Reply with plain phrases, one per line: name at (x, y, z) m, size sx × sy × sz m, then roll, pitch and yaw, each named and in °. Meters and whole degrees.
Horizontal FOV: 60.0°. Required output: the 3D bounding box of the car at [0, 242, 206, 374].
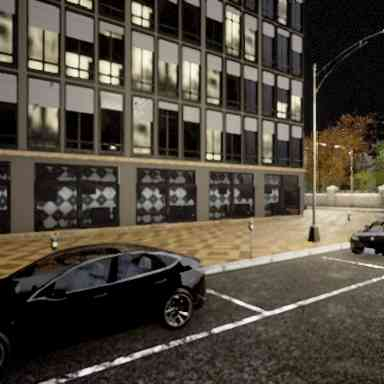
car at (-1.732, 1.561, 5.322) m, size 4.313 × 1.339 × 1.947 m, roll 0°, pitch 0°, yaw -35°

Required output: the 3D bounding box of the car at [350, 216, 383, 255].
car at (7.503, 1.522, 12.000) m, size 4.313 × 1.339 × 1.947 m, roll 0°, pitch 0°, yaw -35°
